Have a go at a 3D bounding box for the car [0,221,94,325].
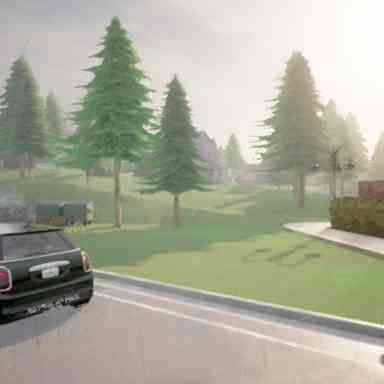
[{"bbox_3d":[-4.165,1.431,6.962,4.553,1.767,2.097,-1,0,36],"label":"car"}]
